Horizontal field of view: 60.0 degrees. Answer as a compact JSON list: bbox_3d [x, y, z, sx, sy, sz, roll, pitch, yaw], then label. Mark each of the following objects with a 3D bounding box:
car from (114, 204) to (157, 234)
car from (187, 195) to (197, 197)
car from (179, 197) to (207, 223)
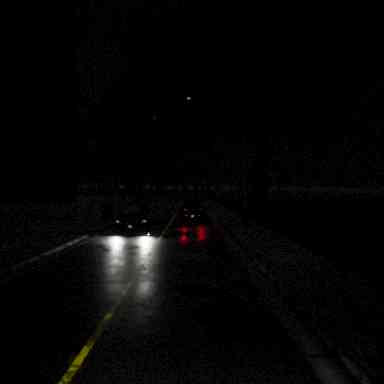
[{"bbox_3d":[-3.101,1.451,18.969,1.812,1.442,4.674,0,0,0],"label":"car"},{"bbox_3d":[0.003,1.193,44.814,1.882,1.535,5.008,0,1,0],"label":"car"},{"bbox_3d":[0.053,1.383,24.504,2.128,1.511,4.902,0,1,0],"label":"car"}]
